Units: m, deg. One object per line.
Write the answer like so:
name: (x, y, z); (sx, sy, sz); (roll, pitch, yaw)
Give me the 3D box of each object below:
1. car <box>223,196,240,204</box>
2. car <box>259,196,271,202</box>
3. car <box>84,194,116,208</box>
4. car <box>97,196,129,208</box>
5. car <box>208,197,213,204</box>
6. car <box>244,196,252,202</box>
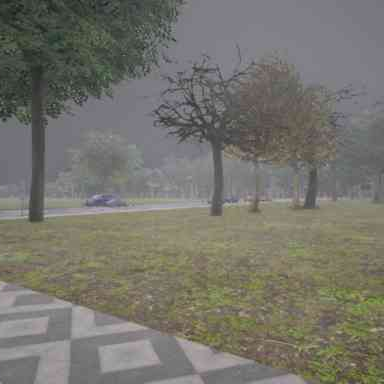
car: (7.566, 1.574, 65.009); (1.837, 1.490, 4.892); (-1, -1, 35)
car: (17.263, 1.670, 78.860); (1.994, 1.385, 4.181); (-1, -1, 35)
car: (-14.048, 1.345, 51.715); (2.150, 2.045, 5.566); (-1, -1, 35)
car: (-11.475, 1.652, 49.715); (1.994, 1.385, 4.181); (-1, -1, 35)
car: (4.907, 1.668, 66.880); (1.994, 1.385, 4.181); (-1, -1, 35)
car: (14.009, 1.674, 79.889); (1.812, 1.442, 4.674); (-1, -1, 35)
